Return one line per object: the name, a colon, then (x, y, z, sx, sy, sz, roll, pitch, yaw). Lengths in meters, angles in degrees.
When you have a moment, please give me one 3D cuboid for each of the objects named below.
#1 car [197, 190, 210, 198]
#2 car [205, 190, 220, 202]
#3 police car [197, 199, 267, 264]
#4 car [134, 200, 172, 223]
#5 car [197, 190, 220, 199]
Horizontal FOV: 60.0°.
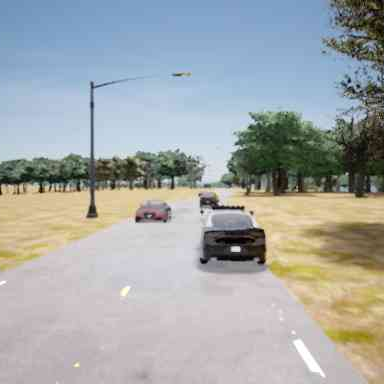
car: (2.236, 0.320, 64.309, 1.895, 1.301, 4.718, 0, 1, 9)
car: (3.069, 0.559, 48.954, 1.882, 1.535, 5.008, 0, 1, 8)
police car: (1.209, 1.245, 11.243, 1.930, 1.638, 5.238, 0, 1, 2)
car: (-2.444, 1.204, 21.875, 1.994, 1.385, 4.181, 0, 1, 3)
car: (1.881, 0.825, 37.106, 1.882, 1.535, 5.008, 0, 1, 6)
